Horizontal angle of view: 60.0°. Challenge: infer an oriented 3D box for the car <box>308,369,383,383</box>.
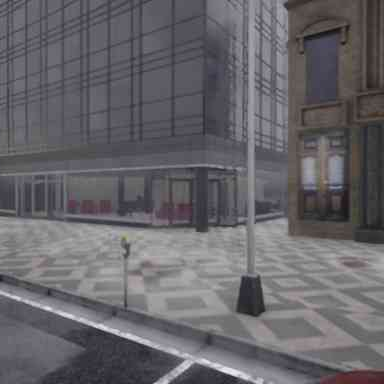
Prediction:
[{"bbox_3d":[2.438,1.572,1.276,4.206,1.307,1.802,0,1,34],"label":"car"}]
